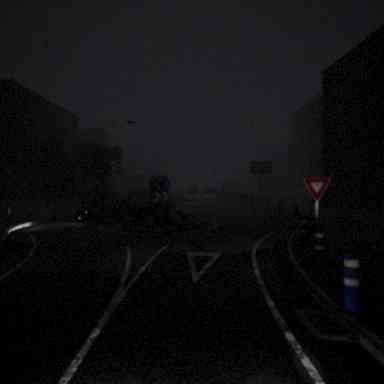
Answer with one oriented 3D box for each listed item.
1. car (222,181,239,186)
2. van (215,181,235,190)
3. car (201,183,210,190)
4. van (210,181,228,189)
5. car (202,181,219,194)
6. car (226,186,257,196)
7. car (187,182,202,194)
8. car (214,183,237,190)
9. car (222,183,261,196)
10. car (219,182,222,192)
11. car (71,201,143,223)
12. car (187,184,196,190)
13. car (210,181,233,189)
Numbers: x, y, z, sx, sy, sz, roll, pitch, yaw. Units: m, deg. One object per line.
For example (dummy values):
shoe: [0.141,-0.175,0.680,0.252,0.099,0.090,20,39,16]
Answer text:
car: [7.828,-0.495,56.044,4.553,1.767,2.185,-1,3,-1]
van: [7.609,-1.488,77.949,4.442,1.987,1.878,-1,2,-1]
car: [2.924,-1.214,73.685,1.837,1.490,4.892,-1,2,-1]
van: [7.192,-1.852,89.086,4.442,1.987,1.878,-1,2,-1]
car: [3.175,-0.615,59.498,2.097,1.767,4.553,-1,2,-1]
car: [7.910,-0.201,53.300,4.674,1.452,2.002,-1,3,-1]
car: [0.175,-0.587,59.446,2.097,1.767,4.553,0,2,-1]
car: [7.545,-1.166,75.322,5.008,1.535,2.097,-1,2,-1]
car: [7.767,-0.111,50.541,5.366,1.575,1.946,-1,3,-1]
car: [7.773,-0.616,61.555,5.008,1.535,2.097,-1,2,-1]
car: [-5.723,1.290,22.751,1.895,1.301,4.718,0,1,41]
car: [-0.075,-1.093,73.669,1.895,1.301,4.718,-1,2,-1]
car: [7.371,-1.705,83.579,5.566,2.045,2.435,-1,2,-1]
